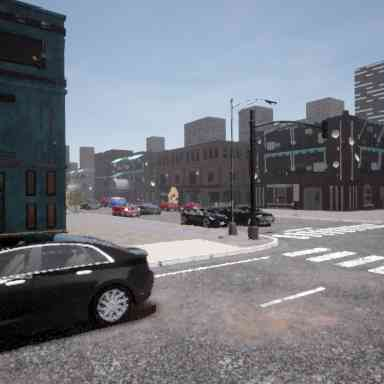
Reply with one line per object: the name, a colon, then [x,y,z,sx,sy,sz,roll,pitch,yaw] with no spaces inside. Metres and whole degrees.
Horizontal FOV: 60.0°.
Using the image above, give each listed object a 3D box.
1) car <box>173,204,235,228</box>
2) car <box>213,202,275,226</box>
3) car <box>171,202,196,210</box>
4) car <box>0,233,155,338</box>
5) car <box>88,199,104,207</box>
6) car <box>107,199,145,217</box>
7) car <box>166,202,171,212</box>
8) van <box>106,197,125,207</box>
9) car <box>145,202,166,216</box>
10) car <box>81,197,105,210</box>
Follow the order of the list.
car: [0.804,1.814,24.690,1.947,1.339,4.313,-2,0,-36]
car: [4.001,1.704,24.840,1.837,1.490,4.892,-1,0,-34]
car: [-0.345,1.903,40.926,1.802,1.307,4.206,-2,0,-36]
car: [-2.982,1.506,5.503,4.892,1.490,1.837,1,0,-35]
car: [-19.651,2.227,67.949,1.887,1.381,4.507,-1,0,-36]
car: [-7.166,1.846,36.052,1.967,1.590,4.097,-1,0,-36]
car: [-3.562,1.966,45.429,1.802,1.307,4.206,-2,0,-36]
van: [-13.220,1.907,58.941,1.690,1.788,3.998,-1,0,-36]
car: [-5.190,1.947,37.767,1.994,1.385,4.181,-1,0,-36]
car: [-16.268,1.943,53.427,2.097,1.767,4.553,-1,0,-35]
